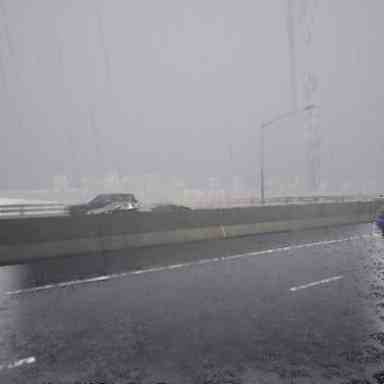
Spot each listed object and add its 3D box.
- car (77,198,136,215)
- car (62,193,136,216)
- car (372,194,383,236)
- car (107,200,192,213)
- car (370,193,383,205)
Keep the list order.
[{"bbox_3d":[-4.634,1.396,21.918,4.902,1.511,2.128,-1,0,-34],"label":"car"},{"bbox_3d":[-6.656,1.125,24.780,5.566,2.045,2.150,-1,0,-34],"label":"car"},{"bbox_3d":[10.718,1.041,15.175,5.566,2.045,2.150,0,0,-34],"label":"car"},{"bbox_3d":[-2.108,1.402,19.405,4.892,1.490,1.837,-1,1,-34],"label":"car"},{"bbox_3d":[27.816,0.991,47.610,5.008,1.535,1.882,-1,0,-33],"label":"car"}]
